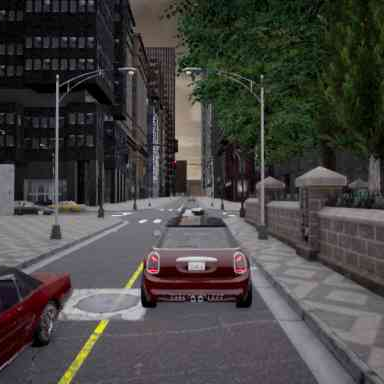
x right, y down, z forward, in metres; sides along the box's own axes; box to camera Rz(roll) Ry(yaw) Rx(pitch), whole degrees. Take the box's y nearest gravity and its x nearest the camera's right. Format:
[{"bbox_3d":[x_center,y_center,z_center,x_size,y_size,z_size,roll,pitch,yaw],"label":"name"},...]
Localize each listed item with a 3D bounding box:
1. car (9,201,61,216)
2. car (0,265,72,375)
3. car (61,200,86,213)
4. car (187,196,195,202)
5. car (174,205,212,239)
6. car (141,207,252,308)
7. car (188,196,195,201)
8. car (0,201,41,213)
[{"bbox_3d":[-14.701,1.517,30.156,4.403,1.369,2.008,0,-1,0],"label":"car"},{"bbox_3d":[-3.006,1.603,3.556,1.895,1.301,4.718,0,0,0],"label":"car"},{"bbox_3d":[-14.852,1.675,38.680,4.829,1.417,1.752,0,-1,0],"label":"car"},{"bbox_3d":[-0.171,1.729,79.721,2.033,1.411,5.357,0,0,0],"label":"car"},{"bbox_3d":[0.059,1.541,18.228,1.812,1.442,4.674,0,0,0],"label":"car"},{"bbox_3d":[0.081,1.357,8.102,2.097,1.767,4.553,0,0,0],"label":"car"},{"bbox_3d":[-0.193,1.709,90.140,1.812,1.442,4.674,0,0,0],"label":"car"},{"bbox_3d":[-20.194,1.707,38.698,4.403,1.369,2.008,0,-1,0],"label":"car"}]
